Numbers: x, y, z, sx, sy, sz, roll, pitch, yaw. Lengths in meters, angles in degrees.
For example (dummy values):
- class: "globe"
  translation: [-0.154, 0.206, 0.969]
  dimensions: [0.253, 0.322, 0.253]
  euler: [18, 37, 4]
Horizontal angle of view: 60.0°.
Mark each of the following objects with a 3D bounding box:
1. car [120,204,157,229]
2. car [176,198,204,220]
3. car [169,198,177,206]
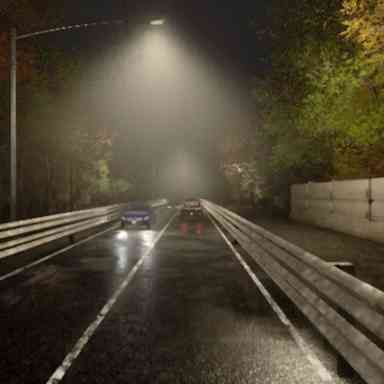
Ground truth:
- class: "car"
  translation: [-3.373, 1.502, 21.622]
  dimensions: [1.812, 1.442, 4.674]
  euler: [0, 0, 0]
- class: "car"
  translation: [0.002, 1.496, 28.233]
  dimensions: [2.128, 1.511, 4.902]
  euler: [0, 0, 0]
- class: "car"
  translation: [-3.373, 1.915, 63.591]
  dimensions: [1.882, 1.535, 5.008]
  euler: [0, -1, 0]
